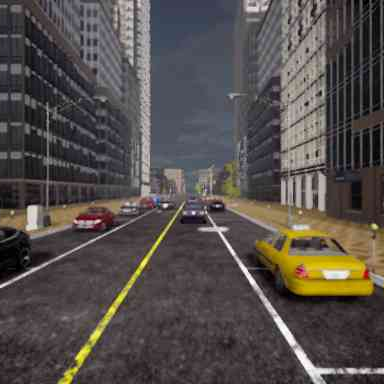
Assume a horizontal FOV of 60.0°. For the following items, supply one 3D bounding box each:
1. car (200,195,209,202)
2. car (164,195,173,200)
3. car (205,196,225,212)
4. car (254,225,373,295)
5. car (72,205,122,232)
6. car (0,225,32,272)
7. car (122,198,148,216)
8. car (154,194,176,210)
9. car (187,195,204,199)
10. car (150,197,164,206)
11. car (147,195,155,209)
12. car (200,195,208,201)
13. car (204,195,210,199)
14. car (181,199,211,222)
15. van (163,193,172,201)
[{"bbox_3d":[2.693,1.393,70.973,1.802,1.307,4.206,0,0,0],"label":"car"},{"bbox_3d":[-5.687,1.341,82.372,1.947,1.339,4.313,0,0,0],"label":"car"},{"bbox_3d":[2.693,1.476,36.822,1.947,1.339,4.313,0,0,0],"label":"car"},{"bbox_3d":[2.693,1.506,8.530,1.752,1.417,4.829,0,0,0],"label":"car"},{"bbox_3d":[-5.687,1.536,19.756,1.802,1.307,4.206,0,0,0],"label":"car"},{"bbox_3d":[-5.688,1.547,8.373,1.947,1.339,4.313,0,0,0],"label":"car"},{"bbox_3d":[-5.688,1.475,31.142,2.008,1.369,4.403,0,0,0],"label":"car"},{"bbox_3d":[-3.013,1.393,40.344,2.128,1.511,4.902,0,0,0],"label":"car"},{"bbox_3d":[0.101,1.328,41.596,2.033,1.649,4.856,0,0,0],"label":"car"},{"bbox_3d":[-5.687,1.444,53.911,1.802,1.307,4.206,0,0,0],"label":"car"},{"bbox_3d":[-5.687,1.439,42.526,1.887,1.381,4.507,0,0,0],"label":"car"},{"bbox_3d":[2.693,1.318,76.835,1.752,1.417,4.829,0,0,0],"label":"car"},{"bbox_3d":[2.694,1.286,59.588,1.967,1.590,4.097,0,0,0],"label":"car"},{"bbox_3d":[0.099,1.487,25.293,2.033,1.411,5.357,0,0,0],"label":"car"},{"bbox_3d":[-5.686,1.134,76.679,1.690,1.788,3.998,0,0,0],"label":"van"}]
